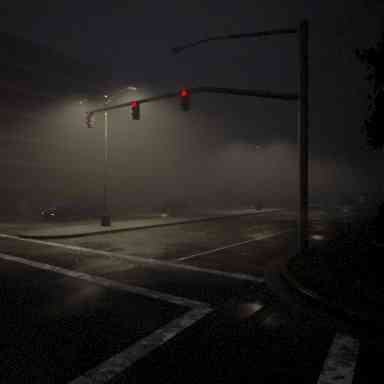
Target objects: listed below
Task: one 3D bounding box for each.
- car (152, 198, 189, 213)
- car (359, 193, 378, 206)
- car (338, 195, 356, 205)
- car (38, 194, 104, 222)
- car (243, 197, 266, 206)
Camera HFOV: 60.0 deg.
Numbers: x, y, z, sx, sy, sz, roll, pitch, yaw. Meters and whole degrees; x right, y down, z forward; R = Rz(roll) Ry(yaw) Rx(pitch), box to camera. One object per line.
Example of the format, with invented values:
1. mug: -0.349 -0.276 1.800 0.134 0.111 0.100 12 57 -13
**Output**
1. car: -2.348 1.478 37.055 1.882 1.535 5.008 0 0 36
2. car: 28.722 1.221 54.041 2.150 2.045 5.566 0 0 36
3. car: 26.656 1.352 57.155 2.097 1.767 4.553 0 0 36
4. car: -9.541 1.222 27.126 2.150 2.045 5.566 0 0 36
5. car: 10.301 1.548 54.391 2.033 1.411 5.357 0 0 36
